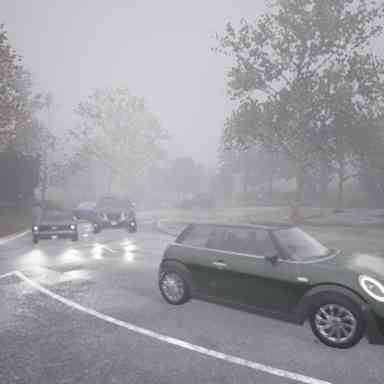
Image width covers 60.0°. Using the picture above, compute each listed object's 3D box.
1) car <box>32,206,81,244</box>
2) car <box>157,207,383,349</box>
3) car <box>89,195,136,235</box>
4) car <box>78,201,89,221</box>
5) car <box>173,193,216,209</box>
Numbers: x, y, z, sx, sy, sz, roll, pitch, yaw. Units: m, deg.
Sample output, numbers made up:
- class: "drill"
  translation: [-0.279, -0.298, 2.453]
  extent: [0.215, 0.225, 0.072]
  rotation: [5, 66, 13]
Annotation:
- class: "car"
  translation: [-6.537, 1.600, 16.101]
  extent: [1.895, 1.301, 4.718]
  rotation: [0, 0, -20]
- class: "car"
  translation: [1.527, 1.349, 6.408]
  extent: [4.553, 1.767, 2.097]
  rotation: [0, 0, 37]
- class: "car"
  translation: [-4.533, 1.218, 19.367]
  extent: [2.150, 2.045, 5.566]
  rotation: [-1, 0, -13]
- class: "car"
  translation: [-7.982, 1.475, 26.190]
  extent: [1.882, 1.535, 5.008]
  rotation: [0, 0, 10]
- class: "car"
  translation: [0.365, 1.187, 41.201]
  extent: [5.566, 2.045, 2.150]
  rotation: [0, 0, -34]
